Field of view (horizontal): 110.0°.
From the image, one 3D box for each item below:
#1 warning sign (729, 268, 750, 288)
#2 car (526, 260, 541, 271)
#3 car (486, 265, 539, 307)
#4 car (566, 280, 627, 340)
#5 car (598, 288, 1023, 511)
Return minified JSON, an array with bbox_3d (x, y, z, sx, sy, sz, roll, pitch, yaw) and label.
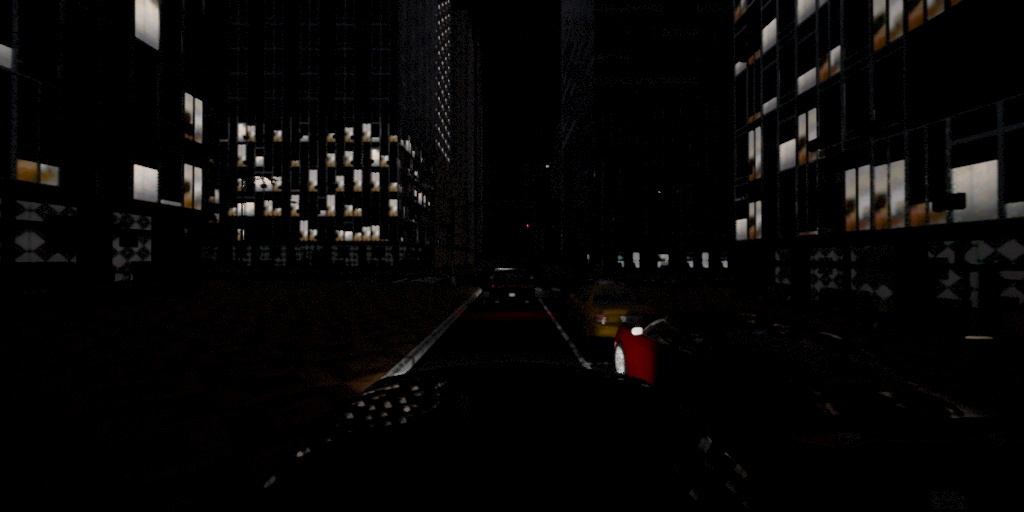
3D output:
[{"bbox_3d":[17.264,1.439,27.201,1.060,1.860,1.300,0,0,-3],"label":"warning sign"},{"bbox_3d":[3.874,1.877,60.987,1.948,1.339,4.313,0,0,0],"label":"car"},{"bbox_3d":[-0.009,1.363,16.340,1.882,1.535,5.008,0,0,0],"label":"car"},{"bbox_3d":[2.566,1.351,10.055,1.751,1.417,4.829,0,0,0],"label":"car"},{"bbox_3d":[2.566,1.319,4.334,1.888,1.381,4.507,0,0,0],"label":"car"}]
